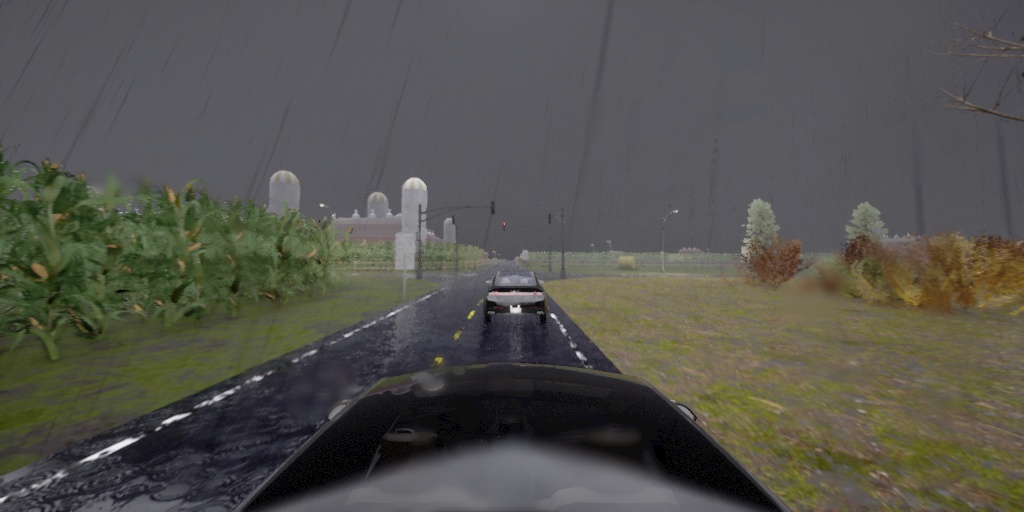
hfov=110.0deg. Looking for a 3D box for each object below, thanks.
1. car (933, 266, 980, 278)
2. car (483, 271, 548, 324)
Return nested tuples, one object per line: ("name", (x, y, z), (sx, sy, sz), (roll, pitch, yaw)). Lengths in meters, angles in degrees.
("car", (48.662, 1.681, 39.511), (4.674, 1.442, 1.812), (1, -1, -5))
("car", (0.101, 1.234, 11.958), (2.128, 1.511, 4.902), (0, 0, 0))
